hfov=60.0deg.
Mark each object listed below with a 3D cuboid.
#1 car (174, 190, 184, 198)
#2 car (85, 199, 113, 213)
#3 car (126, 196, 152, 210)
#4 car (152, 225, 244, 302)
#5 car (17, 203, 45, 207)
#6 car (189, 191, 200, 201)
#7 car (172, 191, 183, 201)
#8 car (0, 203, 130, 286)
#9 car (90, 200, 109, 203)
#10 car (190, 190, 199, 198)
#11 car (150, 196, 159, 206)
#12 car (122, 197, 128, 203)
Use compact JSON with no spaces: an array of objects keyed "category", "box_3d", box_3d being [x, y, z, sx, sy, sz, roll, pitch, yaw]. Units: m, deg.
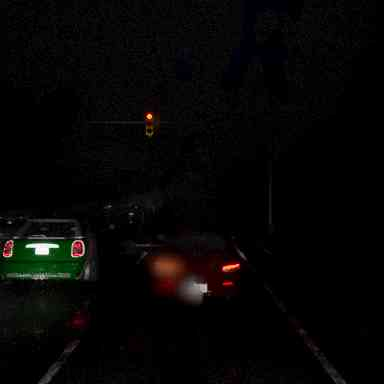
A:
[{"category":"car","box_3d":[-2.942,0.510,76.509,2.128,1.511,4.902,0,3,0]},{"category":"car","box_3d":[-10.360,1.564,37.324,1.994,1.385,4.181,0,0,0]},{"category":"car","box_3d":[-6.814,1.601,42.888,1.895,1.301,4.718,0,0,0]},{"category":"car","box_3d":[0.131,1.526,8.145,1.812,1.442,4.674,0,0,0]},{"category":"car","box_3d":[-10.488,1.491,21.637,2.128,1.511,4.902,0,0,0]},{"category":"car","box_3d":[0.578,0.845,66.640,2.097,1.767,4.553,0,3,0]},{"category":"car","box_3d":[-2.924,0.985,66.399,1.882,1.535,5.008,0,3,1]},{"category":"car","box_3d":[-3.361,1.352,9.611,2.097,1.767,4.553,0,0,0]},{"category":"car","box_3d":[-6.985,1.505,21.940,1.837,1.490,4.892,0,0,0]},{"category":"car","box_3d":[0.561,0.473,76.719,1.837,1.490,4.892,0,3,0]},{"category":"car","box_3d":[-6.701,1.432,55.672,2.128,1.511,4.902,0,1,0]},{"category":"car","box_3d":[-10.208,1.559,54.888,1.895,1.301,4.718,0,1,1]}]
